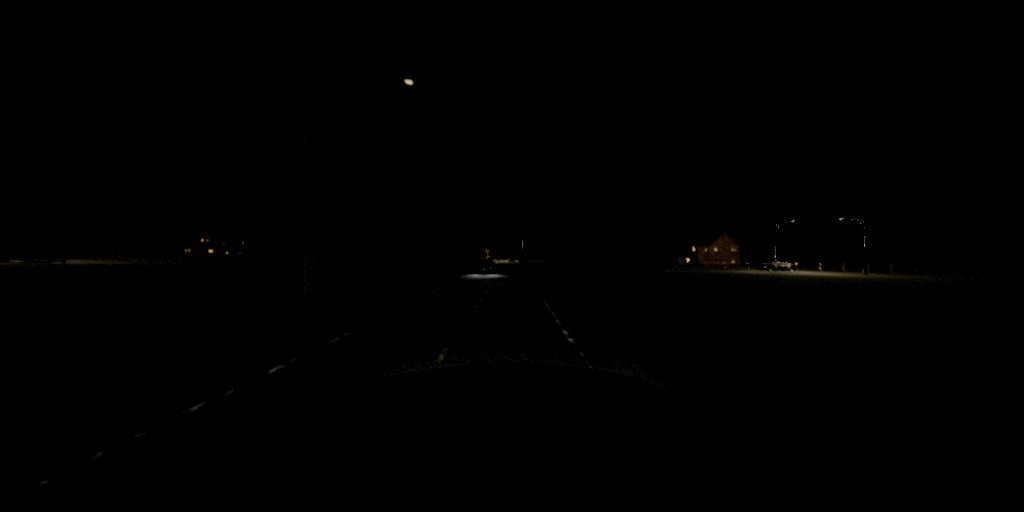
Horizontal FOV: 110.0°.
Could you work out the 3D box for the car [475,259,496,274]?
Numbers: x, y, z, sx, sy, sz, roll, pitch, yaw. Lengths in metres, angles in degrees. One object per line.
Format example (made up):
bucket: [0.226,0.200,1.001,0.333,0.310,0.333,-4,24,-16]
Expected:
car: [-2.771,1.106,38.286,1.837,1.490,4.892,0,0,0]
